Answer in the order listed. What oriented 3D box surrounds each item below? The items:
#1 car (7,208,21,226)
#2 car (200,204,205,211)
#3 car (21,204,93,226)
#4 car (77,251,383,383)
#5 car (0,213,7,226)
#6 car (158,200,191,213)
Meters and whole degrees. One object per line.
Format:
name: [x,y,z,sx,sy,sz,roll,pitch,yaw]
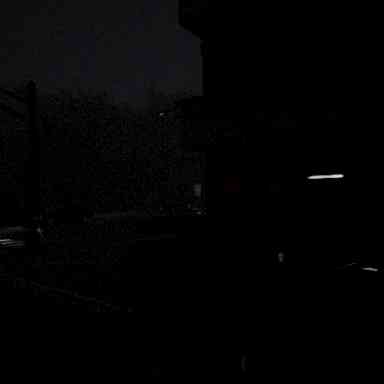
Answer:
car: [-13.140,1.870,25.964,1.895,1.301,4.718,-2,-1,37]
car: [3.231,1.719,42.528,2.033,1.411,5.357,-2,-1,37]
car: [-9.781,1.703,25.040,1.837,1.490,4.892,-2,-1,37]
car: [1.470,1.314,2.008,5.009,1.841,2.192,-1,-1,36]
car: [-10.356,1.465,13.203,2.097,1.767,4.553,-2,0,37]
car: [-2.135,1.737,40.767,2.128,1.511,4.902,-2,-1,37]
